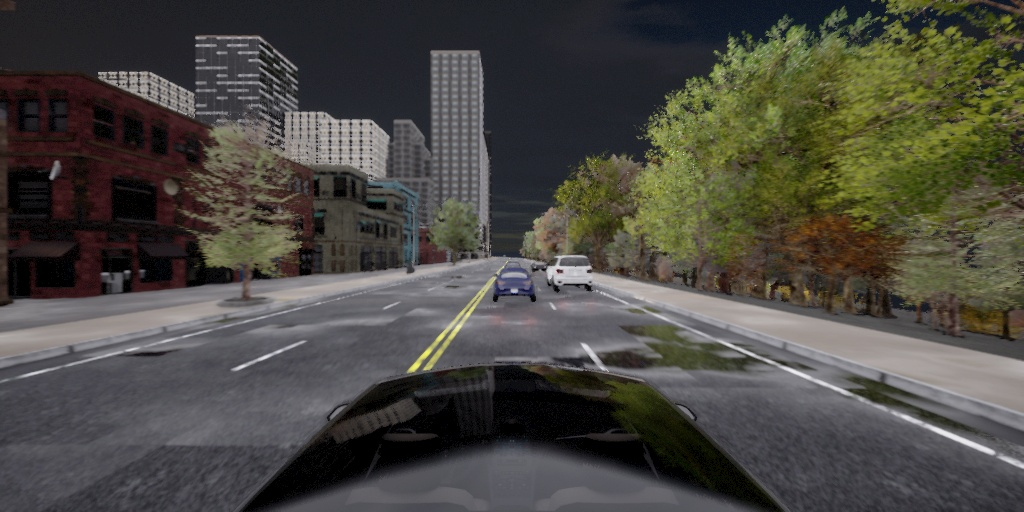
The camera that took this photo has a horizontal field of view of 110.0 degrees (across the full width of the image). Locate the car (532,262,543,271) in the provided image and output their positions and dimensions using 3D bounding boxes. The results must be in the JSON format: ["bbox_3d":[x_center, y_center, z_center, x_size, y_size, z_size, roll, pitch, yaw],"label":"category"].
[{"bbox_3d":[3.346,1.366,45.027,1.895,1.301,4.718,0,0,0],"label":"car"}]

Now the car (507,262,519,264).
[{"bbox_3d":[0.096,1.311,39.424,2.033,1.411,5.357,0,0,0],"label":"car"}]

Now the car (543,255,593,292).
[{"bbox_3d":[3.349,0.981,21.647,2.150,2.045,5.566,0,0,0],"label":"car"}]

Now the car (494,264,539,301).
[{"bbox_3d":[0.098,1.283,17.300,1.812,1.442,4.674,0,0,0],"label":"car"}]
